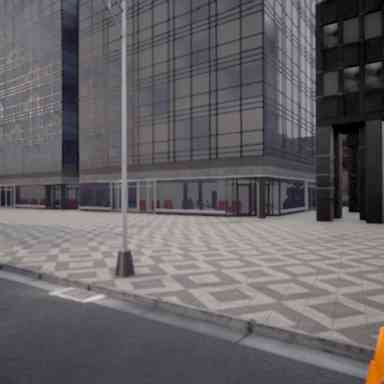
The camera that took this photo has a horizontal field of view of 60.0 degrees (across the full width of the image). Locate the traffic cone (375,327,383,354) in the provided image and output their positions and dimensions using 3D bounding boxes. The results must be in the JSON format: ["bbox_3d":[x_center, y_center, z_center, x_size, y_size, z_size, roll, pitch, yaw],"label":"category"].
[{"bbox_3d":[2.358,1.964,4.100,0.340,0.580,0.340,0,0,35],"label":"traffic cone"}]

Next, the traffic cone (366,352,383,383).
[{"bbox_3d":[1.789,1.963,3.277,0.340,0.580,0.340,0,0,35],"label":"traffic cone"}]
